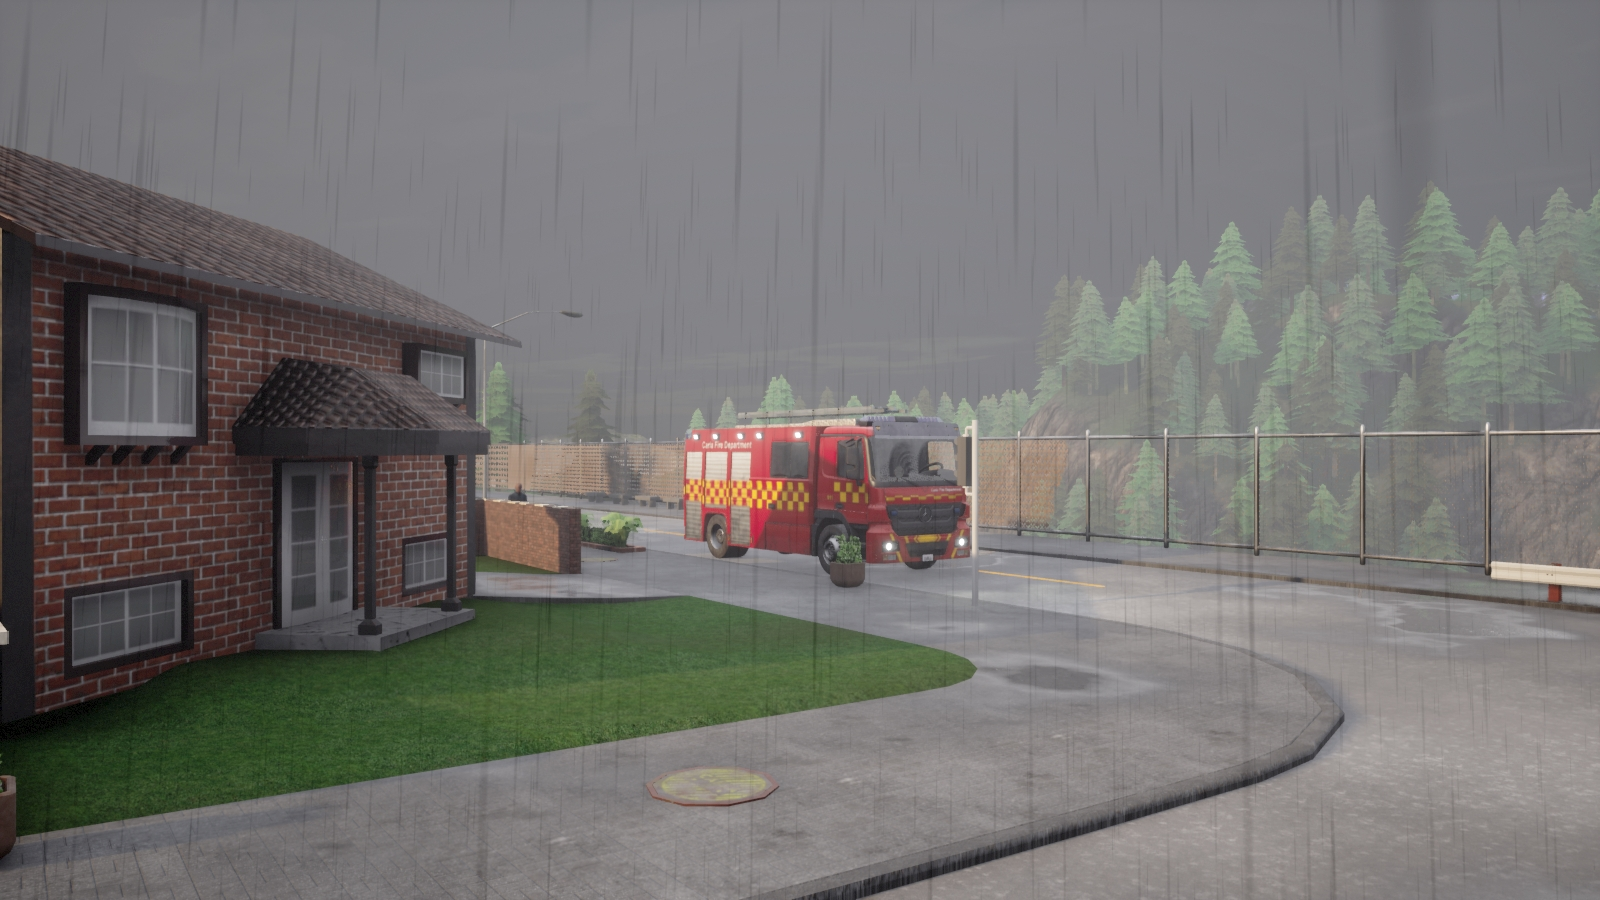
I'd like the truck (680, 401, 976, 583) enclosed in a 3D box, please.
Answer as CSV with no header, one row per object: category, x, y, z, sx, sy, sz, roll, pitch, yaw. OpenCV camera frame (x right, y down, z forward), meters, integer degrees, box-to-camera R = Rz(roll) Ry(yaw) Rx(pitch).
truck,0.353,0.890,28.322,2.891,3.827,8.468,0,0,-35

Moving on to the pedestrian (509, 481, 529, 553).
pedestrian,-7.329,1.745,29.798,0.375,1.860,0.375,0,0,-36
